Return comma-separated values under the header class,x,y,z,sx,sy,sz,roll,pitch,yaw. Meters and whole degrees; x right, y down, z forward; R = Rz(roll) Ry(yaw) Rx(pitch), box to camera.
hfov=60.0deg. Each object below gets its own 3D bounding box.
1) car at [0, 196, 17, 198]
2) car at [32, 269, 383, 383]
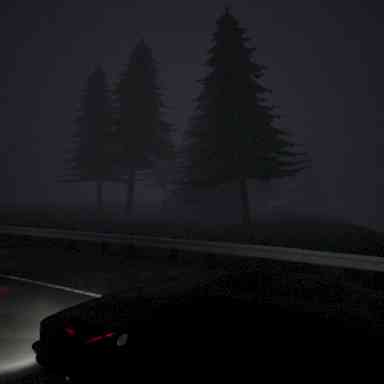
class,x,y,z,sx,sy,sz,roll,pitch,yaw
car,-39.250,1.534,72.309,2.033,1.411,5.357,0,0,5
car,0.724,1.547,3.214,5.357,1.411,2.033,0,0,34
